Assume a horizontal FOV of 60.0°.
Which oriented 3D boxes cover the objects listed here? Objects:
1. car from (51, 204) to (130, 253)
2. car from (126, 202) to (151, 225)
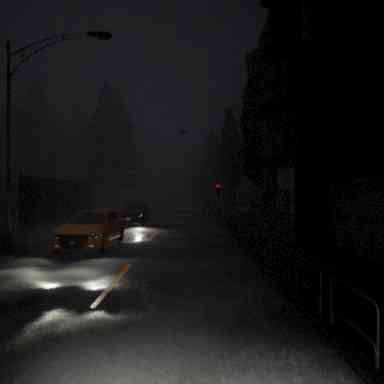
[{"bbox_3d":[-4.097,1.471,13.844,1.882,1.535,5.008,0,0,0],"label":"car"},{"bbox_3d":[-4.065,1.494,23.871,1.837,1.490,4.892,0,0,1],"label":"car"}]
